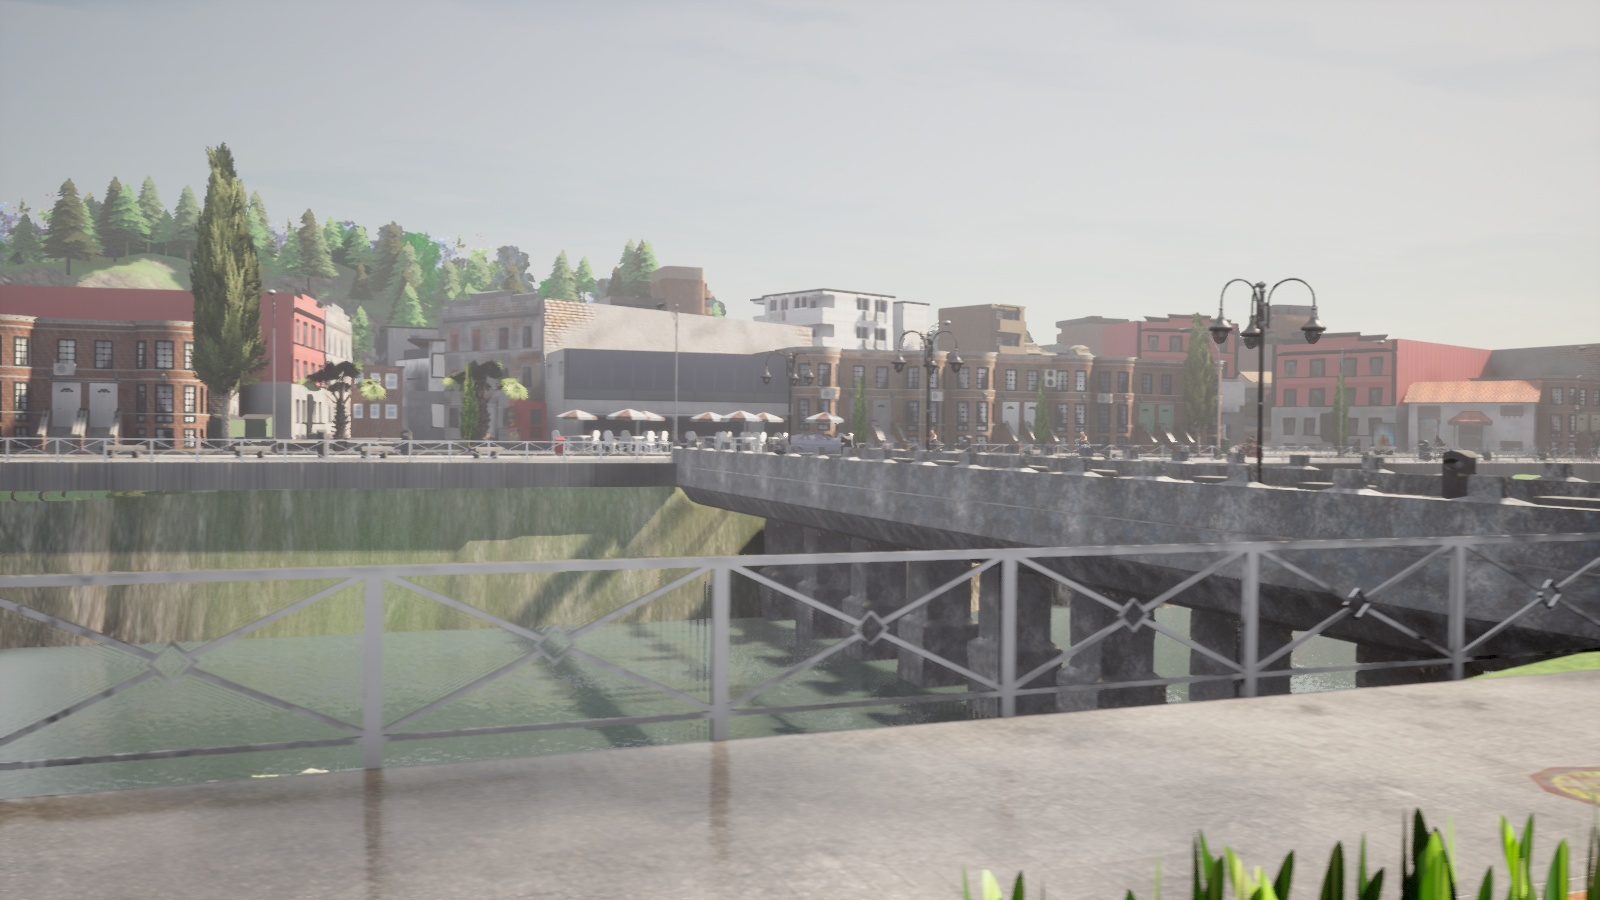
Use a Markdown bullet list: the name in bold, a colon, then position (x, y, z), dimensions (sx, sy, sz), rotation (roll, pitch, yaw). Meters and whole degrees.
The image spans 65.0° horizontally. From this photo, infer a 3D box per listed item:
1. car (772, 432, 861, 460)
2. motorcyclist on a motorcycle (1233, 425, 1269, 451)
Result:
- **car**: position (0.853, -0.218, 65.792), dimensions (4.181, 1.385, 1.994), rotation (-1, 1, -21)
- **motorcyclist on a motorcycle**: position (27.234, -0.748, 75.816), dimensions (2.044, 1.523, 0.797), rotation (-1, 1, -21)
